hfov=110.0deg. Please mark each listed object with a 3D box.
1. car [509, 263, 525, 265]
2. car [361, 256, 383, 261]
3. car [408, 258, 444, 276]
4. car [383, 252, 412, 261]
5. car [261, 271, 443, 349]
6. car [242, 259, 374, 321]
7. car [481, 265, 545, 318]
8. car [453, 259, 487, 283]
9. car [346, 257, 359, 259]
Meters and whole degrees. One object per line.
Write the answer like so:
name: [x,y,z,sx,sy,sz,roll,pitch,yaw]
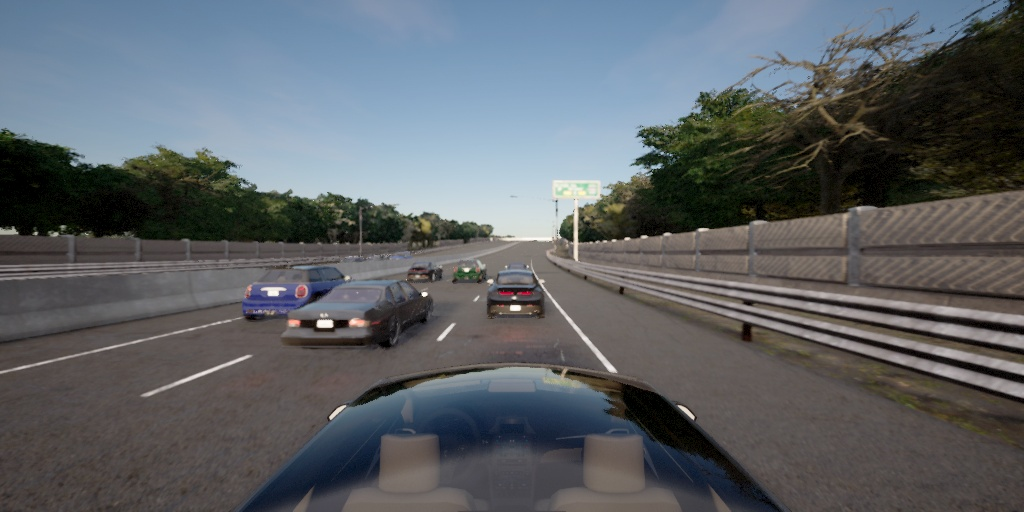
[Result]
car: [0.393,1.216,28.092,1.994,1.385,4.181,0,1,2]
car: [-19.922,0.719,52.880,1.837,1.490,4.892,0,2,3]
car: [-6.618,1.157,27.813,1.837,1.490,4.892,0,1,2]
car: [-16.423,0.436,52.889,2.150,2.045,5.566,0,2,3]
car: [-3.423,1.296,9.141,2.033,1.411,5.357,0,0,1]
car: [-6.867,1.093,12.491,2.097,1.767,4.553,0,0,1]
car: [0.139,1.253,12.879,1.837,1.490,4.892,0,0,1]
car: [-3.129,1.009,27.324,2.097,1.767,4.553,0,0,2]
car: [-23.422,0.777,52.936,1.994,1.385,4.181,0,1,3]
